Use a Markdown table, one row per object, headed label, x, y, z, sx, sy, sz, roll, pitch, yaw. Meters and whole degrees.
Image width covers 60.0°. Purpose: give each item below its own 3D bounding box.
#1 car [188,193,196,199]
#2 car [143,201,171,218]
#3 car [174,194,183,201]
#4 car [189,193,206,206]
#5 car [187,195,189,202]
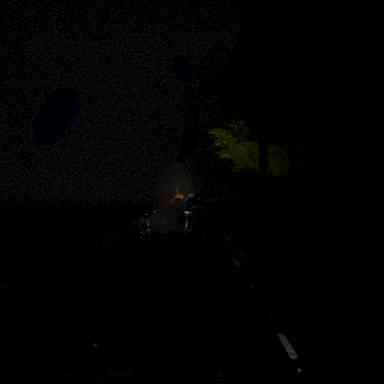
| label | x | y | z | sx | sy | sz | roll | pitch | yaw |
| --- | --- | --- | --- | --- | --- | --- | --- | --- | --- |
| car | -0.014 | 0.990 | 83.779 | 1.895 | 1.301 | 4.718 | 0 | 1 | 0 |
| car | -2.851 | 1.440 | 27.974 | 1.994 | 1.385 | 4.181 | 0 | 0 | 0 |
| car | -2.762 | 1.125 | 69.470 | 1.882 | 1.535 | 5.008 | 0 | 0 | 0 |
| car | 0.954 | 1.130 | 48.862 | 2.097 | 1.767 | 4.553 | 0 | 0 | 0 |
| car | -0.011 | 1.228 | 66.453 | 2.033 | 1.411 | 5.357 | 0 | 0 | 0 |
